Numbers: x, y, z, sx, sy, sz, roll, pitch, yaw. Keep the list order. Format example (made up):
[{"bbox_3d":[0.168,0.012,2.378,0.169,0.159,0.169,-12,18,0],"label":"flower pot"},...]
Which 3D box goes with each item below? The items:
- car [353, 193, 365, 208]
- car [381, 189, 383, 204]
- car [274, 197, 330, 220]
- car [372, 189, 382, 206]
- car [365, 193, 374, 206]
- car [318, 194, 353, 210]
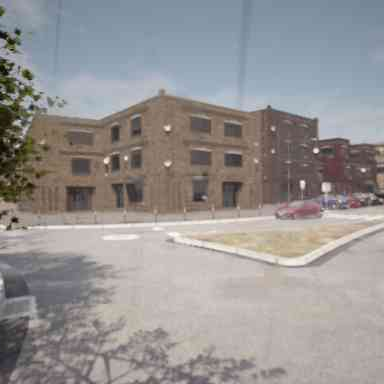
[{"bbox_3d":[16.965,1.124,38.988,2.097,1.535,5.008,-1,0,-41],"label":"car"},{"bbox_3d":[27.374,0.591,48.020,2.435,2.045,5.566,-2,0,-41],"label":"car"},{"bbox_3d":[8.579,1.380,26.382,4.674,1.442,1.812,-1,0,-35],"label":"car"},{"bbox_3d":[21.156,0.892,42.565,2.185,1.767,4.553,-1,0,-41],"label":"car"},{"bbox_3d":[19.055,1.111,40.784,2.002,1.452,4.674,-1,0,-41],"label":"car"},{"bbox_3d":[14.896,1.047,37.154,2.185,1.767,4.553,-1,0,-41],"label":"car"}]
